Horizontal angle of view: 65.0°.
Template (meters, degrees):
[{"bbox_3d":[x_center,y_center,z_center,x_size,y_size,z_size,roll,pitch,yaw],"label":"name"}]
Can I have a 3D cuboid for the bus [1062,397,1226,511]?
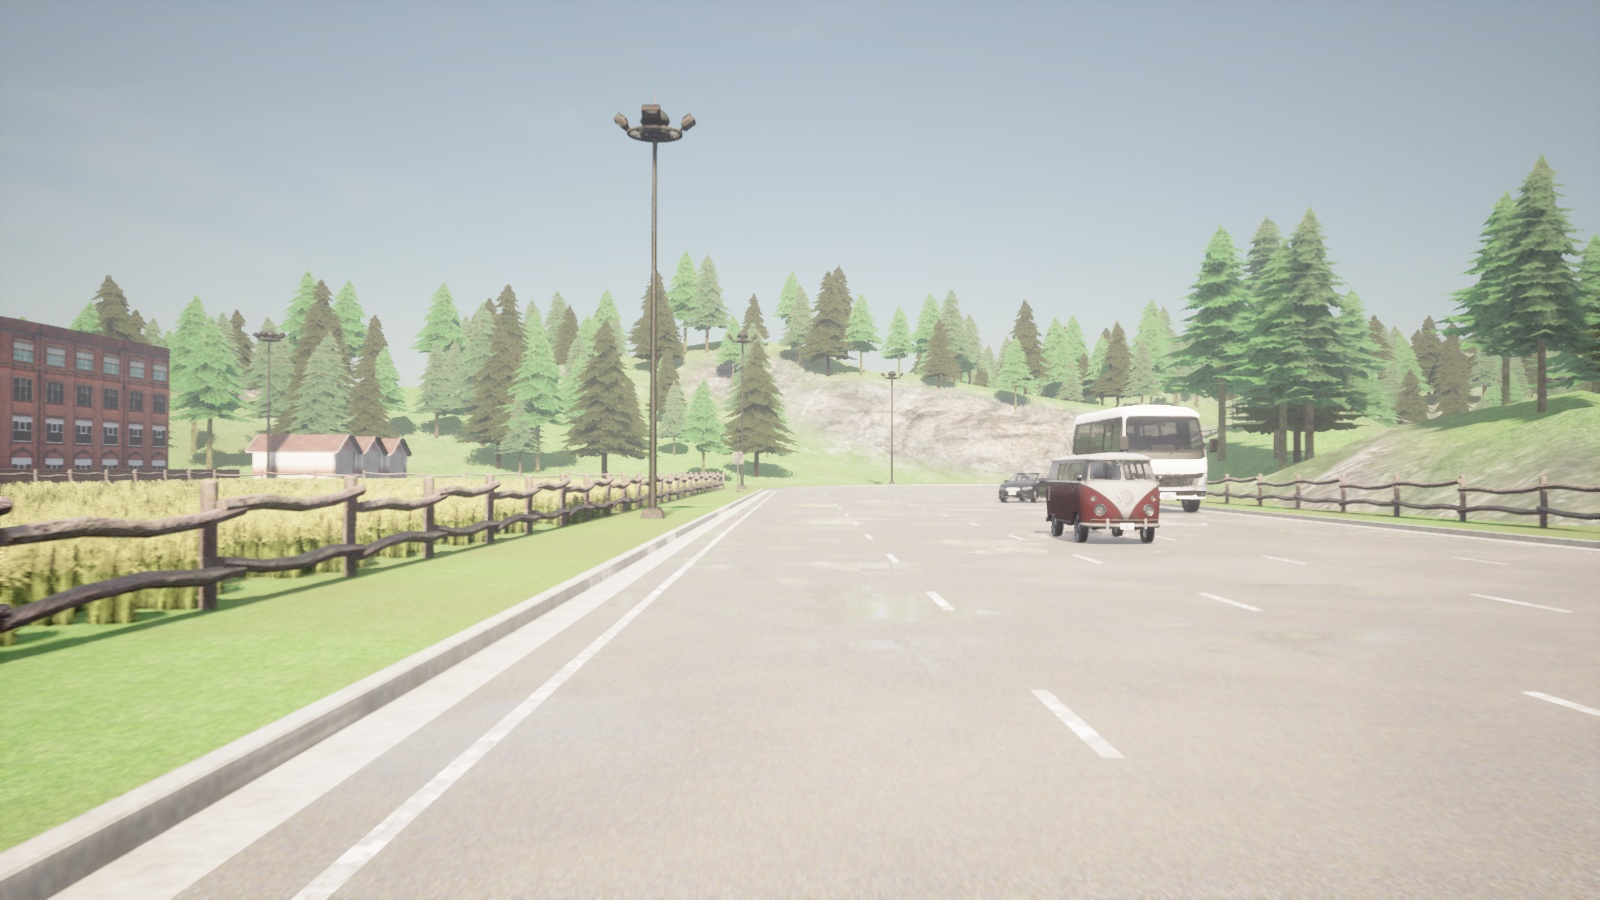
[{"bbox_3d":[13.918,0.237,52.047,3.944,4.253,10.273,0,-1,0],"label":"bus"}]

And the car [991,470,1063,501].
[{"bbox_3d":[11.482,1.765,63.285,2.128,1.511,4.902,-1,-1,28],"label":"car"}]

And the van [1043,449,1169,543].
[{"bbox_3d":[6.897,1.014,28.785,1.775,1.987,4.442,0,-1,0],"label":"van"}]
